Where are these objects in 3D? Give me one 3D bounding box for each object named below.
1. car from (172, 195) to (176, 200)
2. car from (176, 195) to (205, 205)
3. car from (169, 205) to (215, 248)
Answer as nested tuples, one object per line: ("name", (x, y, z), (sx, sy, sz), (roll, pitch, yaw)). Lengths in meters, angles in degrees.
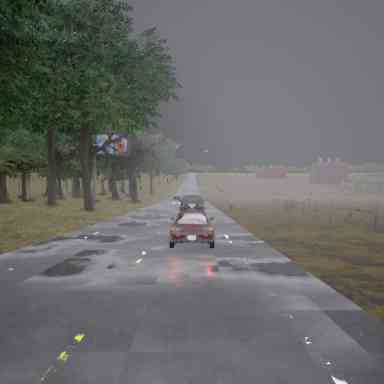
("car", (-3.499, 1.356, 76.740), (1.895, 1.301, 4.718), (0, 1, 0))
("car", (0.001, 1.268, 29.708), (2.150, 2.045, 5.566), (0, 0, 0))
("car", (0.000, 1.536, 14.667), (1.812, 1.442, 4.674), (0, 0, 0))
